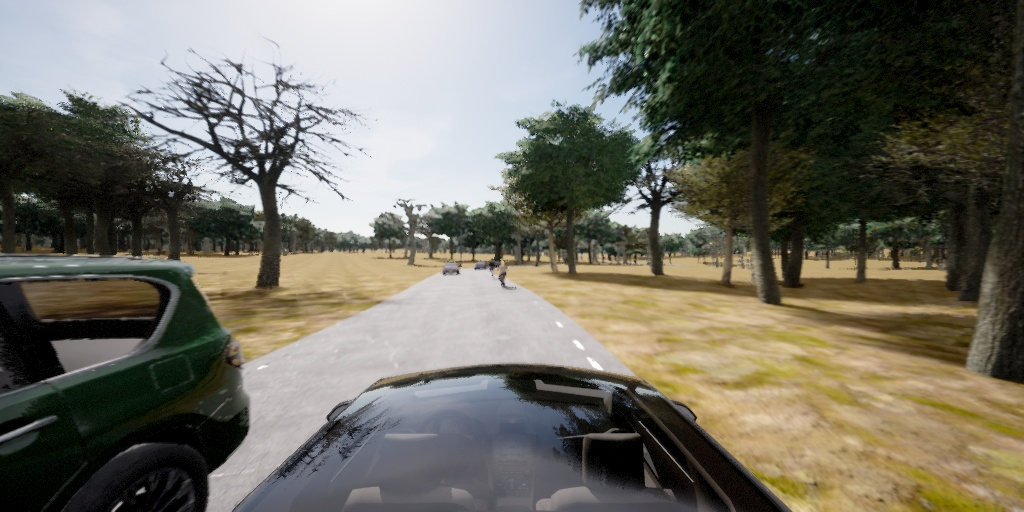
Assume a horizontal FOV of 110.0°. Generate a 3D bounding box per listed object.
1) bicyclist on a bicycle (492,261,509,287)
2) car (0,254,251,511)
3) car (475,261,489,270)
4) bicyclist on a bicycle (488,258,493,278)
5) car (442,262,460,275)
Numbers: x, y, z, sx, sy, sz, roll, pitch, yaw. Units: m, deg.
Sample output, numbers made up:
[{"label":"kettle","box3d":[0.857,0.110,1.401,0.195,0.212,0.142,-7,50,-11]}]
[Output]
[{"label":"bicyclist on a bicycle","box3d":[-0.566,1.109,22.100,0.866,1.612,1.509,-1,0,-8]},{"label":"car","box3d":[-3.166,1.026,0.524,2.150,2.045,5.566,-1,1,0]},{"label":"car","box3d":[-5.132,1.638,61.522,2.033,1.411,5.357,-1,-1,4]},{"label":"bicyclist on a bicycle","box3d":[-1.766,1.071,31.410,0.659,1.776,1.843,0,0,-8]},{"label":"car","box3d":[-7.127,1.454,42.242,1.812,1.442,4.674,-1,-1,-7]}]
